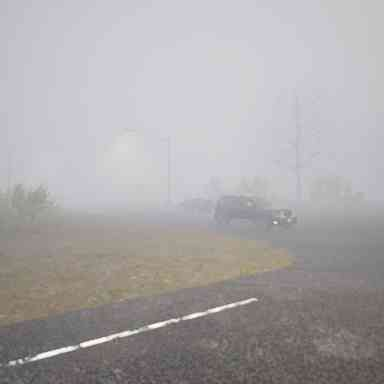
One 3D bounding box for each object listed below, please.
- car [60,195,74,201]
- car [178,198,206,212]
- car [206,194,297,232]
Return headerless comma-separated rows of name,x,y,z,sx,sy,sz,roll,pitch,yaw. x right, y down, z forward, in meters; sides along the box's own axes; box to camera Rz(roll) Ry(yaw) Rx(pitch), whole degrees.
car,-27.513,1.211,73.124,1.895,1.301,4.718,0,0,-37
car,0.368,1.384,36.260,1.837,1.490,4.892,0,0,-37
car,3.652,1.174,20.314,2.150,2.045,5.566,0,0,-37
